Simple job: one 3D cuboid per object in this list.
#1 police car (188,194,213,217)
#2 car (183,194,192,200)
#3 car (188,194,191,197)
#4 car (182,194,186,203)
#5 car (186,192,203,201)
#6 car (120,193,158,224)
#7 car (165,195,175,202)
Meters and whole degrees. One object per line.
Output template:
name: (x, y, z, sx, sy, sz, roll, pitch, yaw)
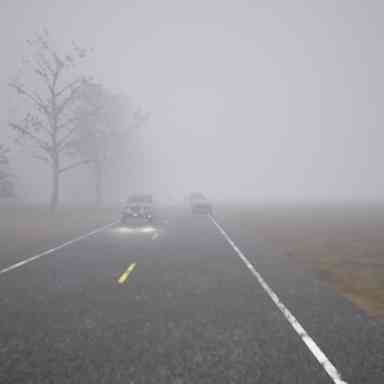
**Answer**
police car: (0.868, 1.313, 30.409, 1.930, 1.638, 5.238, 0, 0, -1)
car: (-1.195, 1.195, 80.852, 2.128, 1.511, 4.902, 0, 0, -2)
car: (0.738, 1.335, 40.308, 1.882, 1.535, 5.008, 0, 0, -1)
car: (-0.778, 1.144, 65.012, 2.097, 1.767, 4.553, 0, 0, -1)
car: (0.643, 1.063, 46.343, 2.150, 2.045, 5.566, 0, 0, -1)
car: (-3.725, 1.130, 24.459, 2.150, 2.045, 5.566, 0, 0, -1)
car: (-4.334, 1.338, 66.617, 1.994, 1.385, 4.181, 0, 0, -1)
